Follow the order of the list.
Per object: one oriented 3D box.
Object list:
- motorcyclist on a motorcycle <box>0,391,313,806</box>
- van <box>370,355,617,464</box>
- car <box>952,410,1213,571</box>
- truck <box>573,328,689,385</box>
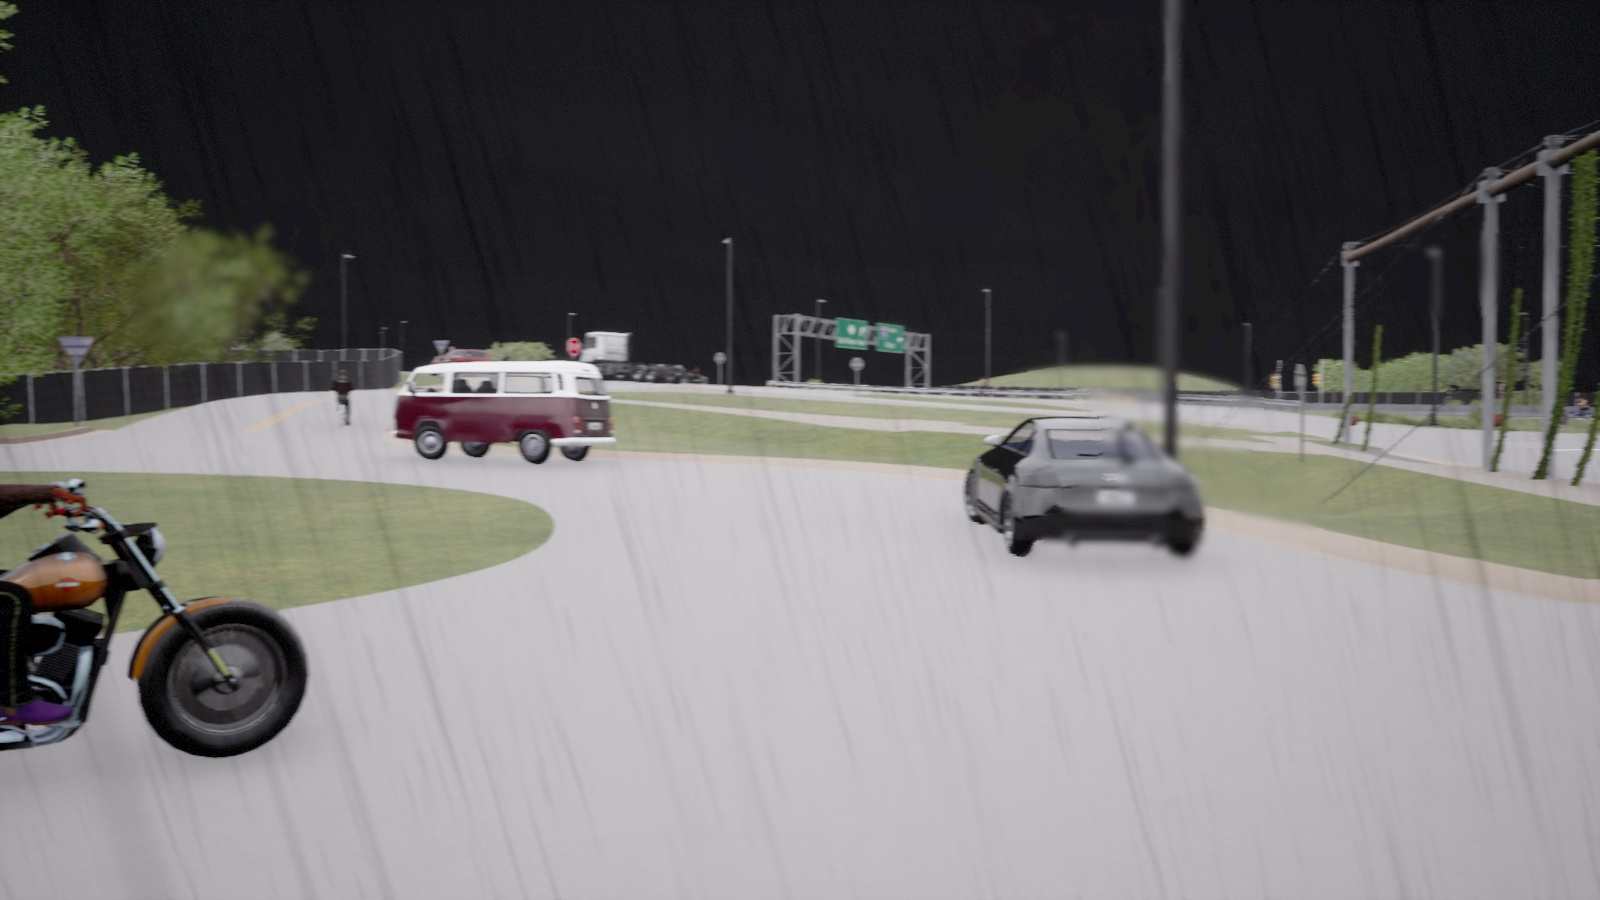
[{"bbox_3d":[-3.359,0.579,5.308,2.350,1.649,0.766,0,2,-28],"label":"motorcyclist on a motorcycle"},{"bbox_3d":[-6.259,-0.836,25.723,4.480,2.038,2.069,2,1,20],"label":"van"},{"bbox_3d":[2.982,0.331,14.232,1.994,1.385,4.181,1,4,0],"label":"car"},{"bbox_3d":[-11.810,-6.510,87.192,7.936,3.462,2.891,6,4,35],"label":"truck"}]
